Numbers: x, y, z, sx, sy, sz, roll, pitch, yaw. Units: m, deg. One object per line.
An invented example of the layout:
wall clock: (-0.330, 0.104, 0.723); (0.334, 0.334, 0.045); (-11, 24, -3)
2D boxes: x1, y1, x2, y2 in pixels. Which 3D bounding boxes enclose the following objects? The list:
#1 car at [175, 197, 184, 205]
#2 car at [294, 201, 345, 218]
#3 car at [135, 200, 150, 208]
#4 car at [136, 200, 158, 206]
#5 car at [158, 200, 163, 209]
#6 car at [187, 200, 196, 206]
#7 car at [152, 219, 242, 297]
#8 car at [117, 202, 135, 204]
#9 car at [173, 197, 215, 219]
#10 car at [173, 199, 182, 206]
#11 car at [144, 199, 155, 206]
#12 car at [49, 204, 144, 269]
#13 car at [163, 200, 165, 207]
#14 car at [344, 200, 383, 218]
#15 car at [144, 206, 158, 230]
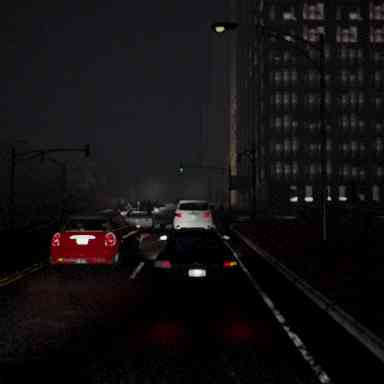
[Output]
car: (-3.392, 2.335, 88.140); (2.150, 2.045, 5.566); (0, -1, 0)
car: (13.401, 1.885, 34.233); (5.357, 1.411, 2.033); (0, -2, -1)
car: (-9.867, 2.357, 66.636); (2.128, 1.511, 4.902); (0, -1, 0)
car: (-6.665, 2.107, 49.249); (1.837, 1.490, 4.892); (0, -1, 0)
car: (-6.658, 2.339, 58.503); (1.895, 1.301, 4.718); (0, -1, 0)
car: (-0.125, 2.584, 77.688); (2.033, 1.411, 5.357); (0, -1, 0)
car: (0.091, 1.654, 8.846); (1.994, 1.385, 4.181); (0, -1, 0)
car: (-9.917, 2.178, 47.440); (1.895, 1.301, 4.718); (0, -1, 0)
car: (0.203, 1.442, 20.289); (2.150, 2.045, 5.566); (0, -1, 3)
car: (-3.375, 2.522, 77.684); (1.882, 1.535, 5.008); (0, -1, 0)
car: (-9.874, 2.506, 76.910); (1.882, 1.535, 5.008); (0, -1, 0)
car: (-3.167, 1.473, 11.743); (2.097, 1.767, 4.553); (0, -1, 0)
car: (-6.611, 2.420, 68.973); (2.128, 1.511, 4.902); (0, -1, 0)
car: (16.273, 1.633, 28.857); (4.829, 1.417, 1.752); (0, -2, -1)
car: (-3.552, 1.850, 22.780); (1.895, 1.301, 4.718); (0, -1, -4)
